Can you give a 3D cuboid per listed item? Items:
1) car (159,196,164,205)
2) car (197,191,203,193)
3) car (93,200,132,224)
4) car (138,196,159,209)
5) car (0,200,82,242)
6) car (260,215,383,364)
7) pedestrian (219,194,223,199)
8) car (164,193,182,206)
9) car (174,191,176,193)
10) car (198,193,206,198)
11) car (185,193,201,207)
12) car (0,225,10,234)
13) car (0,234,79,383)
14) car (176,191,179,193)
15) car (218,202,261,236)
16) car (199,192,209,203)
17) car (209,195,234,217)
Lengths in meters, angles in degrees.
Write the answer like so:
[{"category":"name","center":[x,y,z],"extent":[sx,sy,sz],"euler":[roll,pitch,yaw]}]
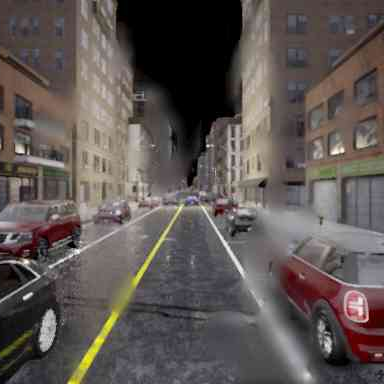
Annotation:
[{"category":"car","center":[-5.394,1.240,45.563],"extent":[2.008,1.369,4.403],"euler":[0,0,0]},{"category":"car","center":[2.628,1.013,77.847],"extent":[2.008,1.369,4.403],"euler":[0,0,0]},{"category":"car","center":[-5.391,1.285,22.836],"extent":[1.967,1.590,4.097],"euler":[0,0,0]},{"category":"car","center":[-5.393,1.310,39.882],"extent":[1.802,1.307,4.206],"euler":[0,0,0]},{"category":"car","center":[-5.389,1.237,11.472],"extent":[2.192,1.841,5.009],"euler":[0,0,0]},{"category":"car","center":[2.637,1.400,5.797],"extent":[1.967,1.590,4.097],"euler":[0,0,0]},{"category":"pedestrian","center":[2.745,1.077,31.878],"extent":[0.375,1.860,0.375],"euler":[0,0,-10]},{"category":"car","center":[-2.803,1.247,46.601],"extent":[1.994,1.385,4.181],"euler":[0,0,1]},{"category":"car","center":[-5.406,0.989,77.674],"extent":[1.752,1.417,4.829],"euler":[0,0,0]},{"category":"car","center":[2.629,0.968,88.659],"extent":[1.802,1.307,4.206],"euler":[0,0,0]},{"category":"car","center":[0.011,1.219,45.016],"extent":[1.812,1.442,4.674],"euler":[0,0,0]},{"category":"car","center":[-5.388,1.526,5.792],"extent":[1.947,1.339,4.313],"euler":[0,0,0]},{"category":"car","center":[-2.850,1.485,3.117],"extent":[1.837,1.490,4.892],"euler":[0,0,0]},{"category":"car","center":[-5.424,0.788,94.062],"extent":[1.967,1.590,4.097],"euler":[0,0,0]},{"category":"car","center":[2.635,1.434,17.160],"extent":[2.008,1.369,4.403],"euler":[0,0,0]},{"category":"car","center":[4.049,1.179,57.301],"extent":[5.357,1.411,2.033],"euler":[0,0,-21]},{"category":"car","center":[2.745,1.282,28.875],"extent":[1.882,1.535,5.008],"euler":[0,0,0]}]
